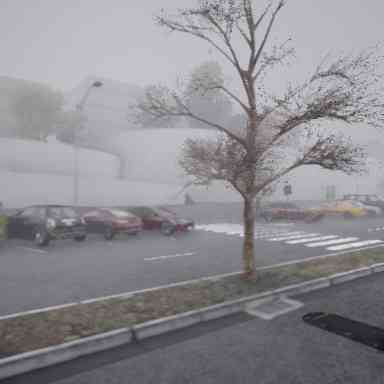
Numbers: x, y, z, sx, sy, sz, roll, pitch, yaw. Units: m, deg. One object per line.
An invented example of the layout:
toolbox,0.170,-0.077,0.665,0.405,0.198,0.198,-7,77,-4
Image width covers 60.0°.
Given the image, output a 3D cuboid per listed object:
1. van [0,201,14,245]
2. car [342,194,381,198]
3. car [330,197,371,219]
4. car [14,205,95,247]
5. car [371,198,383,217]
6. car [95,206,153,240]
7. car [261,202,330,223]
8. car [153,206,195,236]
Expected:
van,-9.497,1.271,13.636,4.442,1.987,1.878,-1,-1,35
car,17.501,1.252,32.694,5.566,2.045,2.435,-1,-1,35
car,12.426,1.511,29.319,5.366,1.575,1.946,-1,0,35
car,-6.944,1.371,15.283,4.553,1.767,2.185,-1,-1,35
car,15.027,1.548,30.965,4.674,1.452,2.002,-1,-1,35
car,-4.536,1.539,17.026,4.674,1.452,2.002,-1,-1,35
car,7.715,1.540,25.723,4.792,1.488,2.163,-1,-1,35
car,-2.065,1.531,18.760,4.792,1.488,2.163,-1,-1,35
